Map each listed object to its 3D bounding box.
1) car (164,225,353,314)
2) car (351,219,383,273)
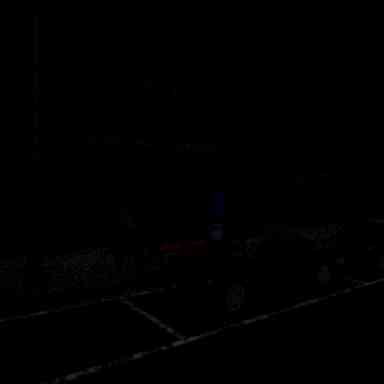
[{"bbox_3d":[1.501,1.557,7.604,4.507,1.381,1.887,0,0,-36],"label":"car"},{"bbox_3d":[5.997,1.590,10.814,4.313,1.339,1.947,0,0,-36],"label":"car"}]
